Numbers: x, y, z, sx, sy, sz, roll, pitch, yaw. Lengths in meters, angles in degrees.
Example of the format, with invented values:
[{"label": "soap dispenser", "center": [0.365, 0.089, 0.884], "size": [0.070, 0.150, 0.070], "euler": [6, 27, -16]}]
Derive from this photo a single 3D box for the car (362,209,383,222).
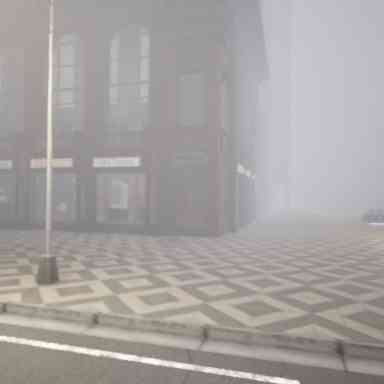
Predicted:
[{"label": "car", "center": [19.709, 2.532, 35.698], "size": [1.994, 1.385, 4.181], "euler": [0, -1, 16]}]
